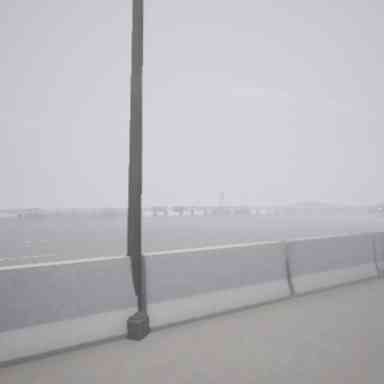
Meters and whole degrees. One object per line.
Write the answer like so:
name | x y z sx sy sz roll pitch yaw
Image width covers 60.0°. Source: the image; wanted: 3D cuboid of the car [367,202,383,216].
car | 20.523 1.699 34.517 5.008 1.535 1.882 1 0 -22
